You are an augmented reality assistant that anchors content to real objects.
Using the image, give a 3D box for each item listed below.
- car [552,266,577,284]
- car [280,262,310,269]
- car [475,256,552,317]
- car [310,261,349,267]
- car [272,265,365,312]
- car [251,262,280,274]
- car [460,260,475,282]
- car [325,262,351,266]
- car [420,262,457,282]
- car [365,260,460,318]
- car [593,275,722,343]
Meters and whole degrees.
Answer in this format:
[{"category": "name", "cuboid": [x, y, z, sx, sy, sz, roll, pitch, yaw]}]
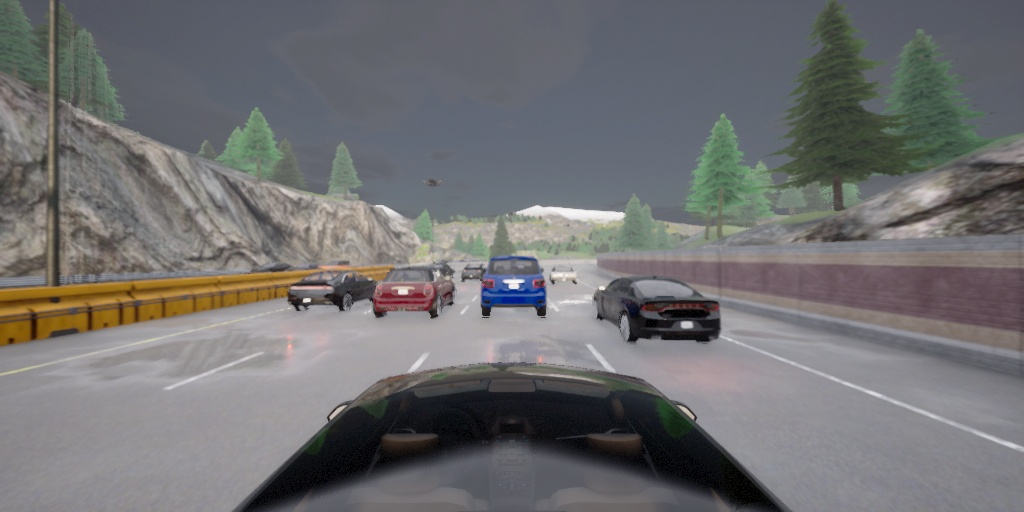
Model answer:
[{"category": "car", "cuboid": [3.944, 1.443, 28.331, 1.895, 1.301, 4.718, 0, 0, 4]}, {"category": "car", "cuboid": [-23.066, 1.505, 40.655, 2.033, 1.411, 5.357, 0, 0, 8]}, {"category": "car", "cuboid": [0.054, 1.016, 13.508, 2.150, 2.045, 5.566, 0, 0, 0]}, {"category": "car", "cuboid": [-19.615, 1.298, 39.828, 2.097, 1.767, 4.553, 0, 0, 8]}, {"category": "car", "cuboid": [-6.945, 1.308, 14.559, 2.128, 1.511, 4.902, 0, 0, 0]}, {"category": "car", "cuboid": [-26.634, 1.442, 40.135, 1.882, 1.535, 5.008, 0, 0, 8]}, {"category": "car", "cuboid": [-2.935, 1.357, 29.893, 2.128, 1.511, 4.902, 0, 0, 4]}, {"category": "car", "cuboid": [-16.520, 1.527, 36.735, 1.895, 1.301, 4.718, 0, 0, 7]}, {"category": "car", "cuboid": [-6.314, 1.357, 31.433, 1.882, 1.535, 5.008, 0, 0, 5]}, {"category": "car", "cuboid": [-3.446, 1.155, 13.465, 2.097, 1.767, 4.553, 0, 0, 0]}, {"category": "car", "cuboid": [3.554, 1.249, 9.756, 1.882, 1.535, 5.008, 0, 0, 0]}]
